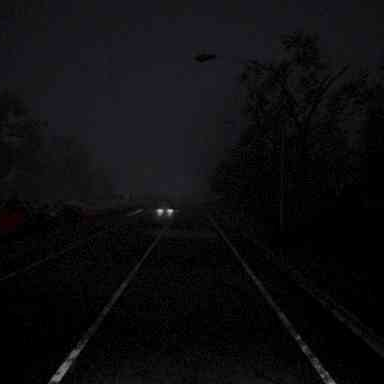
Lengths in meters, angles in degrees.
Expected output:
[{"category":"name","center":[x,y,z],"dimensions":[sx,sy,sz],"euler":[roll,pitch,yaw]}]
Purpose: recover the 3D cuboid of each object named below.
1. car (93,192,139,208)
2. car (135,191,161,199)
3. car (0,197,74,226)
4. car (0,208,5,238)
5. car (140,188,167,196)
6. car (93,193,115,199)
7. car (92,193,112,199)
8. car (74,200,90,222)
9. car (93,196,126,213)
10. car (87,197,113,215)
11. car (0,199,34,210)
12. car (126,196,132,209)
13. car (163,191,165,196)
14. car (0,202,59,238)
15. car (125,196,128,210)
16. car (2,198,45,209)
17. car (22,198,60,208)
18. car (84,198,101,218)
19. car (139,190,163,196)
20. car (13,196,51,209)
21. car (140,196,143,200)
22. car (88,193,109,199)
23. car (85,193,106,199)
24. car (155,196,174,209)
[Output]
[{"category":"car","center":[-10.242,1.324,43.175],"dimensions":[5.566,2.045,2.435],"euler":[0,0,0]},{"category":"car","center":[-10.396,1.056,78.540],"dimensions":[4.792,1.488,2.163],"euler":[0,0,0]},{"category":"car","center":[-10.278,1.339,20.972],"dimensions":[4.553,1.767,2.185],"euler":[0,0,0]},{"category":"car","center":[-10.229,1.508,12.646],"dimensions":[4.792,1.488,2.163],"euler":[0,0,0]},{"category":"car","center":[-10.429,0.742,89.680],"dimensions":[5.566,2.045,2.435],"euler":[0,0,0]},{"category":"car","center":[-23.666,0.989,89.650],"dimensions":[5.366,1.575,1.946],"euler":[0,1,0]},{"category":"car","center":[-23.515,1.041,86.857],"dimensions":[4.792,1.488,2.163],"euler":[0,0,0]},{"category":"car","center":[-10.236,1.466,23.752],"dimensions":[4.892,1.521,2.231],"euler":[0,0,0]},{"category":"car","center":[-10.041,1.516,34.845],"dimensions":[5.366,1.575,1.946],"euler":[0,0,0]},{"category":"car","center":[-10.049,1.481,29.172],"dimensions":[5.366,1.575,1.946],"euler":[0,0,0]},{"category":"car","center":[-23.291,1.614,43.205],"dimensions":[4.674,1.452,2.002],"euler":[0,0,0]},{"category":"car","center":[-10.403,1.553,40.397],"dimensions":[5.366,1.575,1.946],"euler":[0,0,0]},{"category":"car","center":[-10.401,1.013,86.889],"dimensions":[5.008,1.535,2.097],"euler":[0,0,0]},{"category":"car","center":[-10.280,1.497,18.199],"dimensions":[4.792,1.488,2.163],"euler":[0,0,0]},{"category":"car","center":[-10.228,1.539,37.621],"dimensions":[4.892,1.521,2.231],"euler":[0,0,0]},{"category":"car","center":[-23.260,1.622,45.975],"dimensions":[4.792,1.488,2.163],"euler":[0,0,0]},{"category":"car","center":[-23.277,1.629,51.392],"dimensions":[5.008,1.535,2.097],"euler":[0,0,0]},{"category":"car","center":[-10.424,1.469,26.519],"dimensions":[5.366,1.575,1.946],"euler":[0,0,0]},{"category":"car","center":[-10.444,0.897,84.109],"dimensions":[4.553,1.767,2.185],"euler":[0,0,0]},{"category":"car","center":[-23.317,1.485,48.622],"dimensions":[4.553,1.767,2.185],"euler":[0,0,0]},{"category":"car","center":[-10.176,1.642,48.725],"dimensions":[4.792,1.488,2.163],"euler":[0,0,0]},{"category":"car","center":[-23.496,1.061,83.945],"dimensions":[4.674,1.452,2.002],"euler":[0,0,0]},{"category":"car","center":[-23.502,1.063,81.160],"dimensions":[4.674,1.452,2.002],"euler":[0,0,0]},{"category":"car","center":[-3.399,1.556,44.694],"dimensions":[2.033,1.411,5.357],"euler":[0,0,0]}]
